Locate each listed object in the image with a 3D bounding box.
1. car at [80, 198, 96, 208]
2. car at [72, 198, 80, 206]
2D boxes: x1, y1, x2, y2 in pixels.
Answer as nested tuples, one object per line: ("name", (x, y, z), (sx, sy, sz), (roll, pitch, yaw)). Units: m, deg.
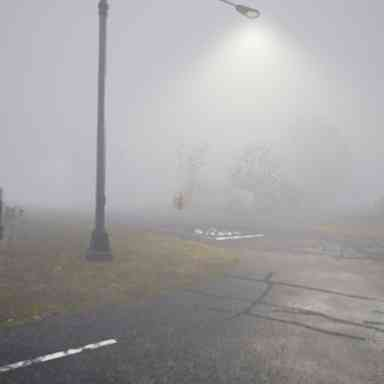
("car", (-15.530, 1.781, 52.345), (2.033, 1.411, 5.357), (1, -1, -32))
("car", (-19.434, 1.787, 58.317), (2.033, 1.411, 5.357), (1, -1, -33))
